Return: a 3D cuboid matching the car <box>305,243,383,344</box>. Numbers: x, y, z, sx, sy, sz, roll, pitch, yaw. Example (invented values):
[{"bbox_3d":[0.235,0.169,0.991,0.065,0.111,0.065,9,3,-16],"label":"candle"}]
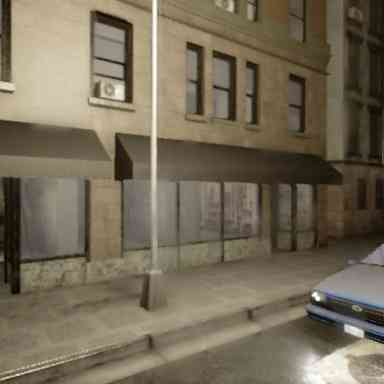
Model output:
[{"bbox_3d":[4.461,1.598,6.265,5.357,1.411,2.033,0,0,-36],"label":"car"}]
